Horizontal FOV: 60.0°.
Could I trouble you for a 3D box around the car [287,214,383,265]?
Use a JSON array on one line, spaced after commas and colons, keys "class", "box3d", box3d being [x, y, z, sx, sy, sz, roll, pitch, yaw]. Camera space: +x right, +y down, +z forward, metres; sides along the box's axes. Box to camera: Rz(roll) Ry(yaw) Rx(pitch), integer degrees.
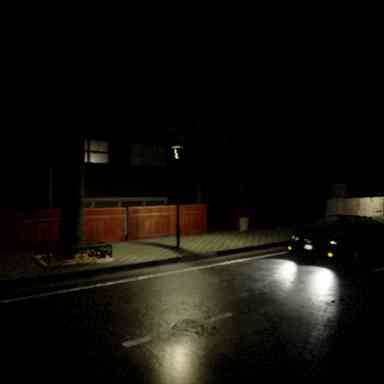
[{"class": "car", "box3d": [5.198, 1.475, 11.358, 4.181, 1.385, 1.994, -1, 1, -35]}]
